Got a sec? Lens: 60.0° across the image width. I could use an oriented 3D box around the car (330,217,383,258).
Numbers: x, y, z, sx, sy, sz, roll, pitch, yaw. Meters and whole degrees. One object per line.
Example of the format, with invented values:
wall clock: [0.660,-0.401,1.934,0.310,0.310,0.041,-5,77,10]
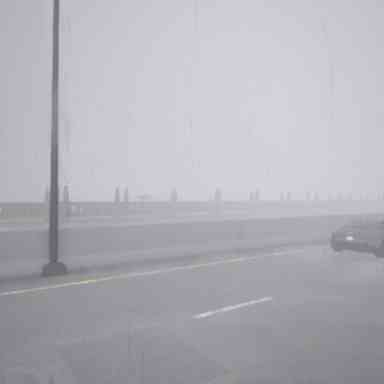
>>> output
car: [7.499,1.714,13.494,4.181,1.385,1.994,1,0,-35]
